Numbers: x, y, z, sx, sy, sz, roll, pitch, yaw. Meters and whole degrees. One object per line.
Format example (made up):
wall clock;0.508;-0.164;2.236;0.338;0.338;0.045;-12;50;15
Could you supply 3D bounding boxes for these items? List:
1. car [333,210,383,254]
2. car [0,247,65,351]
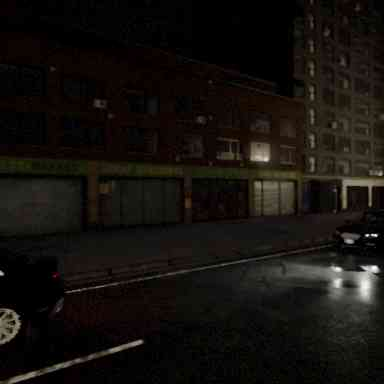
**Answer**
car;7.686;1.524;13.621;4.902;1.511;2.128;0;0;-37
car;-4.386;1.529;4.649;4.892;1.490;1.837;0;0;-35
